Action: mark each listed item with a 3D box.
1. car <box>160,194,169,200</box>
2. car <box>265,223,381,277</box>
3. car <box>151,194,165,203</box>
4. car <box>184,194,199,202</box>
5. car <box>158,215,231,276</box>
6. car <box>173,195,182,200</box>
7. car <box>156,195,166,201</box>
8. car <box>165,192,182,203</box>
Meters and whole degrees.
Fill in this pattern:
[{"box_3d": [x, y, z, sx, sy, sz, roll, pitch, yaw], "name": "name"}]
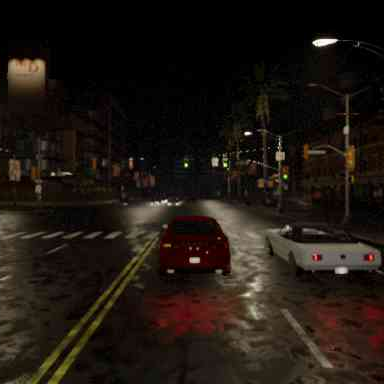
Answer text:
[{"box_3d": [-7.170, 1.370, 86.664, 2.128, 1.511, 4.902, 0, 0, 0], "name": "car"}, {"box_3d": [3.571, 1.582, 10.152, 1.895, 1.301, 4.718, 0, 0, 0], "name": "car"}, {"box_3d": [-7.129, 1.427, 67.053, 2.033, 1.411, 5.357, 0, 0, 0], "name": "car"}, {"box_3d": [-0.138, 1.424, 71.891, 1.994, 1.385, 4.181, 0, 0, 0], "name": "car"}, {"box_3d": [0.068, 1.459, 10.365, 1.882, 1.535, 5.008, 0, 0, 0], "name": "car"}, {"box_3d": [-3.668, 1.384, 86.567, 2.033, 1.411, 5.357, 0, 0, 0], "name": "car"}, {"box_3d": [-7.148, 1.387, 76.548, 1.812, 1.442, 4.674, 0, 0, 0], "name": "car"}, {"box_3d": [-3.629, 1.232, 66.764, 2.097, 1.767, 4.553, 0, 0, 0], "name": "car"}]
